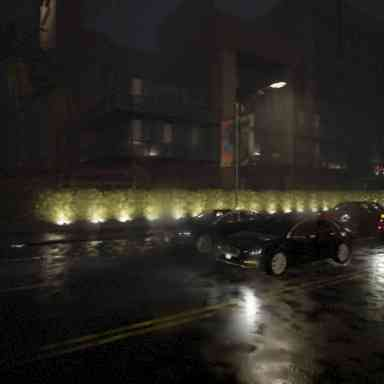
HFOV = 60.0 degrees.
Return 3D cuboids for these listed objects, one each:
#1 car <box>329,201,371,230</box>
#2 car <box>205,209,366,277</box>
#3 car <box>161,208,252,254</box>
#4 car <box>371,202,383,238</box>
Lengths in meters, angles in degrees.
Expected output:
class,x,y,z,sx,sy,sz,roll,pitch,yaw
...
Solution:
class,x,y,z,sx,sy,sz,roll,pitch,yaw
car,8.746,1.291,18.214,4.553,1.767,2.097,0,0,-34
car,2.986,1.461,10.169,4.892,1.490,1.837,0,0,-34
car,1.155,1.423,13.154,4.902,1.511,2.128,0,0,-34
car,11.038,1.186,15.532,5.566,2.045,2.150,0,0,-34
